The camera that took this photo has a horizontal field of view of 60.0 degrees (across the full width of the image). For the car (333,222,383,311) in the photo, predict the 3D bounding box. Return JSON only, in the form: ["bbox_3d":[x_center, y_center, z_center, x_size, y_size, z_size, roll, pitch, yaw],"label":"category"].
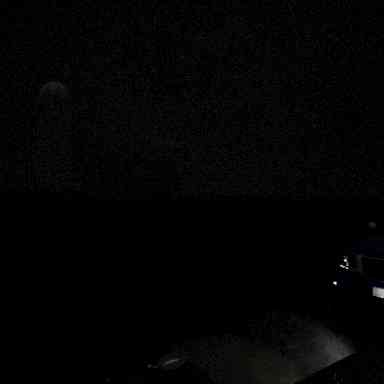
[{"bbox_3d":[5.220,1.226,6.788,5.566,2.045,2.150,0,0,-35],"label":"car"}]
